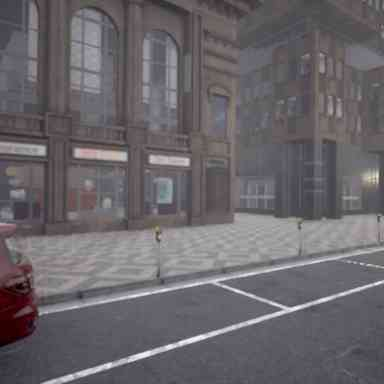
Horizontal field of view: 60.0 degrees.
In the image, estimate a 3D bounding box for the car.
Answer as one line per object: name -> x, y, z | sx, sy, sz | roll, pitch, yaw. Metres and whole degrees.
car -> -4.340, 1.301, 3.552 | 5.009, 1.841, 2.192 | 1, 0, -35
